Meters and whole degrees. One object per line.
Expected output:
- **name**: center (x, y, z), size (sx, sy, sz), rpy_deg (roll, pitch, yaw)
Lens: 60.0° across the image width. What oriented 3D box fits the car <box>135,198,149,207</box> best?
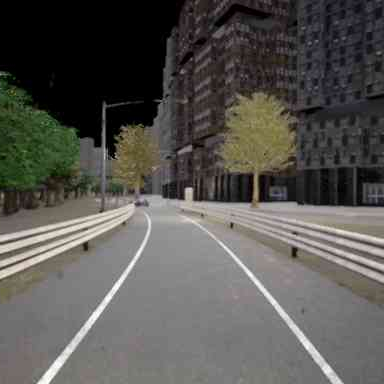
- **car**: center (-8.488, 1.817, 56.255), size (1.812, 1.442, 4.674), rpy_deg (0, 0, -20)
